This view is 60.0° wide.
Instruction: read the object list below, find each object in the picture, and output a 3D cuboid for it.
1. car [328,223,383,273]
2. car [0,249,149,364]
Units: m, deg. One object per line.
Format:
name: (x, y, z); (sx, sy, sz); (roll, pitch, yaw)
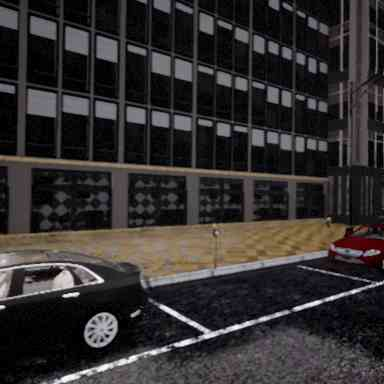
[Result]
car: (6.273, 1.716, 11.027); (4.206, 1.307, 1.802); (1, 0, -35)
car: (-2.747, 1.555, 4.595); (4.403, 1.369, 2.008); (1, 0, -35)
